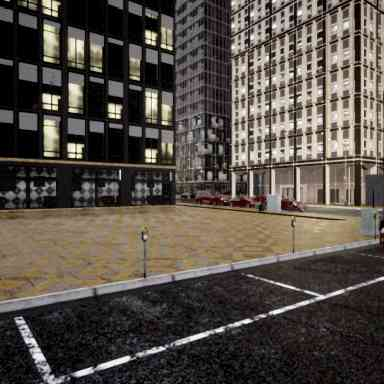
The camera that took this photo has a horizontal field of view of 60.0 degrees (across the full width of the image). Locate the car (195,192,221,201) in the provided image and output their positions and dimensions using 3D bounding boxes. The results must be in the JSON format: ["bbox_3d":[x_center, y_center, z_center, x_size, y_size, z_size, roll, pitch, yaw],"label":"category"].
[{"bbox_3d":[2.613,0.710,55.115,1.752,1.417,4.829,1,0,-36],"label":"car"}]

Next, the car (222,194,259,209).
[{"bbox_3d":[5.689,1.105,36.450,1.802,1.307,4.206,1,0,-36],"label":"car"}]

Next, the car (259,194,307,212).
[{"bbox_3d":[8.942,1.071,31.921,1.967,1.590,4.097,1,0,-36],"label":"car"}]

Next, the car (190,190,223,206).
[{"bbox_3d":[2.446,0.731,40.978,2.192,1.841,5.009,1,0,-36],"label":"car"}]

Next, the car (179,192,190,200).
[{"bbox_3d":[-0.540,0.647,59.508,1.947,1.339,4.313,1,0,-36],"label":"car"}]

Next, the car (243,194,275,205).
[{"bbox_3d":[9.212,0.985,45.915,1.802,1.307,4.206,1,0,-36],"label":"car"}]

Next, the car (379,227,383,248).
[{"bbox_3d":[9.140,1.441,13.090,4.097,1.590,1.967,0,0,-36],"label":"car"}]
